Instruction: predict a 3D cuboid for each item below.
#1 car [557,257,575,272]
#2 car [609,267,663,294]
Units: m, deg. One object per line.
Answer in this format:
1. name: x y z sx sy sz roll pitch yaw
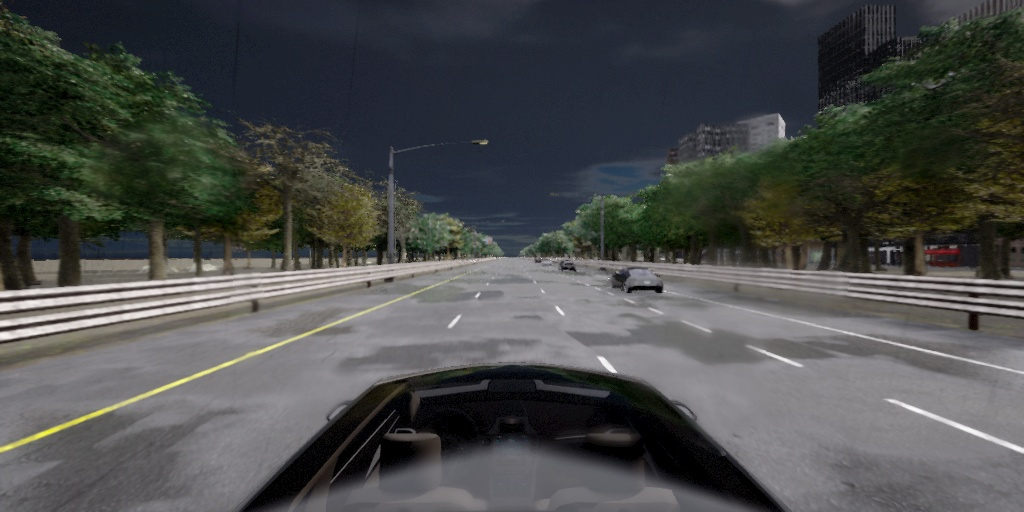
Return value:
1. car: 7.069 1.291 46.830 1.837 1.490 4.892 0 0 0
2. car: 7.002 1.330 20.586 1.994 1.385 4.181 0 0 0
